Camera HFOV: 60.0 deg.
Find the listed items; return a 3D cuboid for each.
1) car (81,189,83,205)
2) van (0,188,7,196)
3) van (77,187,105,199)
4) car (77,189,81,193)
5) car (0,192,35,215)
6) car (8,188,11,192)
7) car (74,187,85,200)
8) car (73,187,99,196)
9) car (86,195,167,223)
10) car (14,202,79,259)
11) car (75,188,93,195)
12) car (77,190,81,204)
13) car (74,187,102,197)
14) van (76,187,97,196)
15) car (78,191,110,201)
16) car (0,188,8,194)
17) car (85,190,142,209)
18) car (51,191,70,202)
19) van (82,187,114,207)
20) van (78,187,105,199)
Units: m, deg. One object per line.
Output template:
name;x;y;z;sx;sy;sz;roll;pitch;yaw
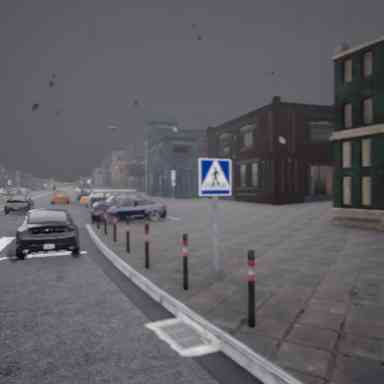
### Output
car;-8.686;0.787;34.084;4.553;1.767;2.185;-1;1;-20
van;-47.432;-0.012;80.556;4.442;1.987;1.878;-1;1;-20
van;-17.446;0.196;57.507;4.442;1.987;1.878;-1;1;-20
car;-10.624;0.802;39.295;4.892;1.521;2.231;-1;1;-20
car;-14.977;1.079;29.093;2.128;1.511;4.902;-1;1;-20
car;-46.397;-0.003;77.998;5.566;2.045;2.435;-1;1;-20
car;-11.562;0.492;41.904;5.566;2.045;2.435;-1;1;-20
car;-25.024;-0.200;78.402;5.566;2.045;2.435;-1;1;-20
car;-3.993;1.176;21.133;4.792;1.488;2.163;-1;1;-20
car;-5.230;1.343;12.112;1.837;1.490;4.892;-1;1;-24
car;-28.857;-0.230;88.838;4.553;1.767;2.185;-1;1;-20
car;-9.721;0.854;36.800;5.008;1.535;2.097;-1;1;-20
car;-22.152;-0.070;70.579;5.566;2.045;2.435;-1;1;-20
van;-23.192;-0.087;73.156;4.442;1.987;1.878;-1;1;-20
car;-15.422;0.564;52.334;4.674;1.452;2.002;-1;1;-20
car;-45.422;0.285;75.424;5.008;1.535;2.097;-1;1;-20
car;-5.810;0.940;26.252;4.553;1.767;2.185;-1;1;-20
car;-17.266;0.604;43.779;2.097;1.767;4.553;-1;1;-20
van;-6.952;0.794;28.929;4.442;1.987;1.878;-1;1;-20
van;-18.184;0.143;60.194;4.442;1.987;1.878;-1;1;-20
